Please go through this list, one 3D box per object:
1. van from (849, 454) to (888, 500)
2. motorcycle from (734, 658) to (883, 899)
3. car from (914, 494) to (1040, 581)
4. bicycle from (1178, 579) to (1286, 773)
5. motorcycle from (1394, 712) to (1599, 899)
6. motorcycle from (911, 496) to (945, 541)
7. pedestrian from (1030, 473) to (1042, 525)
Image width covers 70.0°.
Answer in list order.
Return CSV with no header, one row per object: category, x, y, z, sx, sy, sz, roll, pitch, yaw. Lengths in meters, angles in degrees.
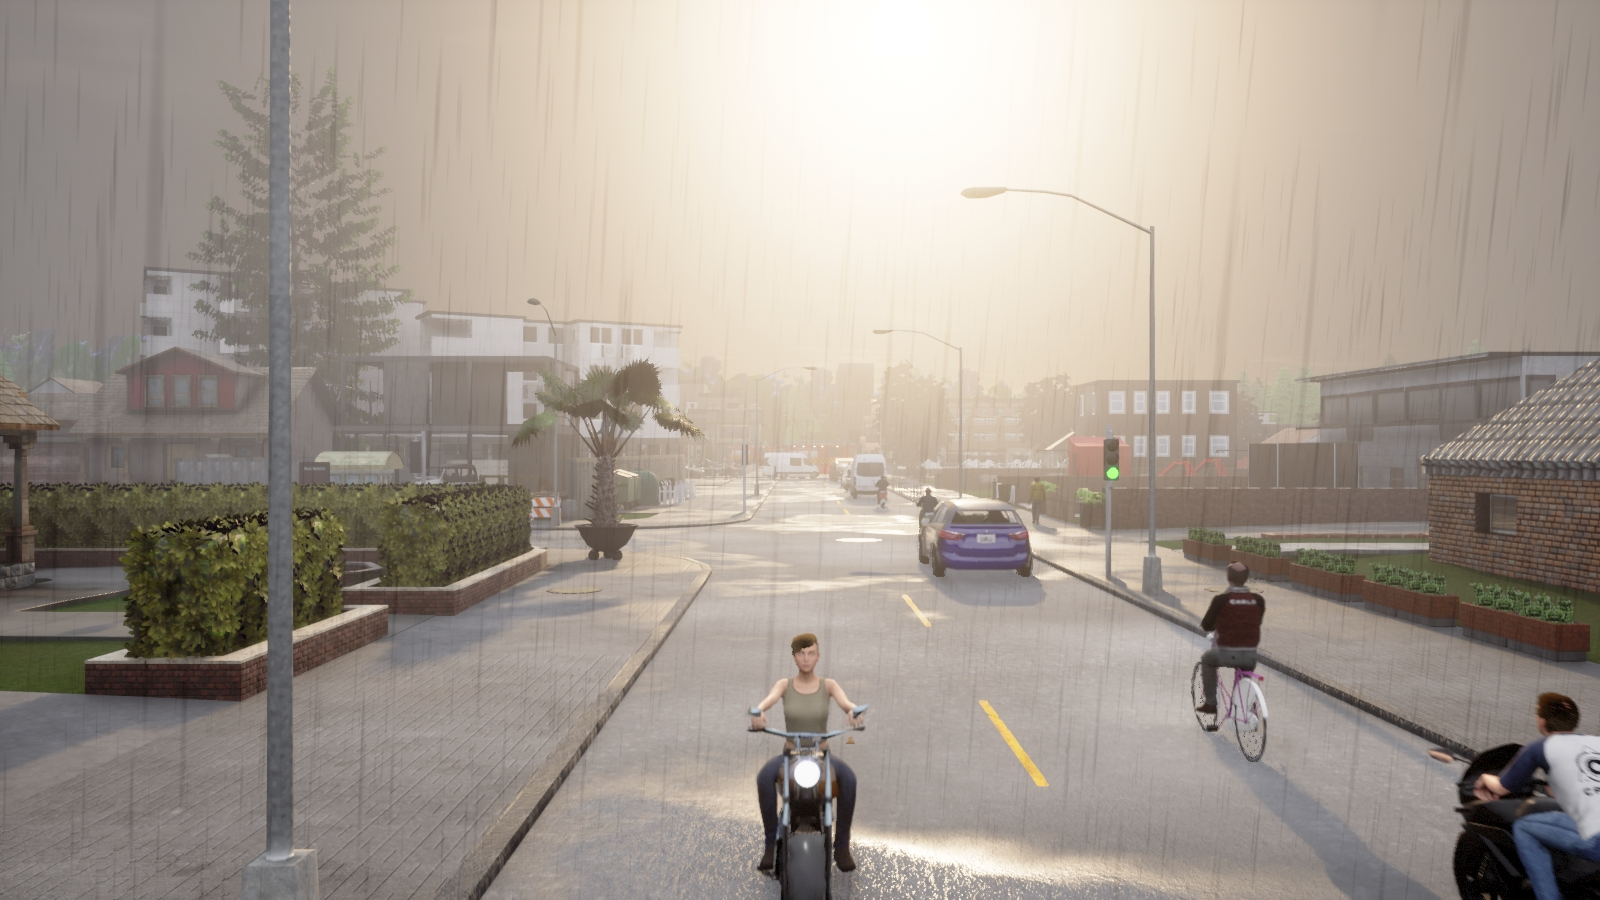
van,4.027,1.534,67.767,1.988,2.561,5.915,0,0,0
motorcycle,0.049,2.155,7.049,0.764,1.307,2.356,0,0,0
car,4.030,1.967,26.824,2.242,1.667,4.611,0,0,0
bicycle,4.044,2.060,10.813,0.329,1.471,1.835,0,0,0
motorcycle,4.005,2.185,5.925,0.803,1.199,2.033,0,0,0
motorcycle,4.027,2.142,36.067,0.856,1.316,1.805,0,0,0
pedestrian,8.416,1.744,40.710,0.375,1.860,0.375,0,0,7
